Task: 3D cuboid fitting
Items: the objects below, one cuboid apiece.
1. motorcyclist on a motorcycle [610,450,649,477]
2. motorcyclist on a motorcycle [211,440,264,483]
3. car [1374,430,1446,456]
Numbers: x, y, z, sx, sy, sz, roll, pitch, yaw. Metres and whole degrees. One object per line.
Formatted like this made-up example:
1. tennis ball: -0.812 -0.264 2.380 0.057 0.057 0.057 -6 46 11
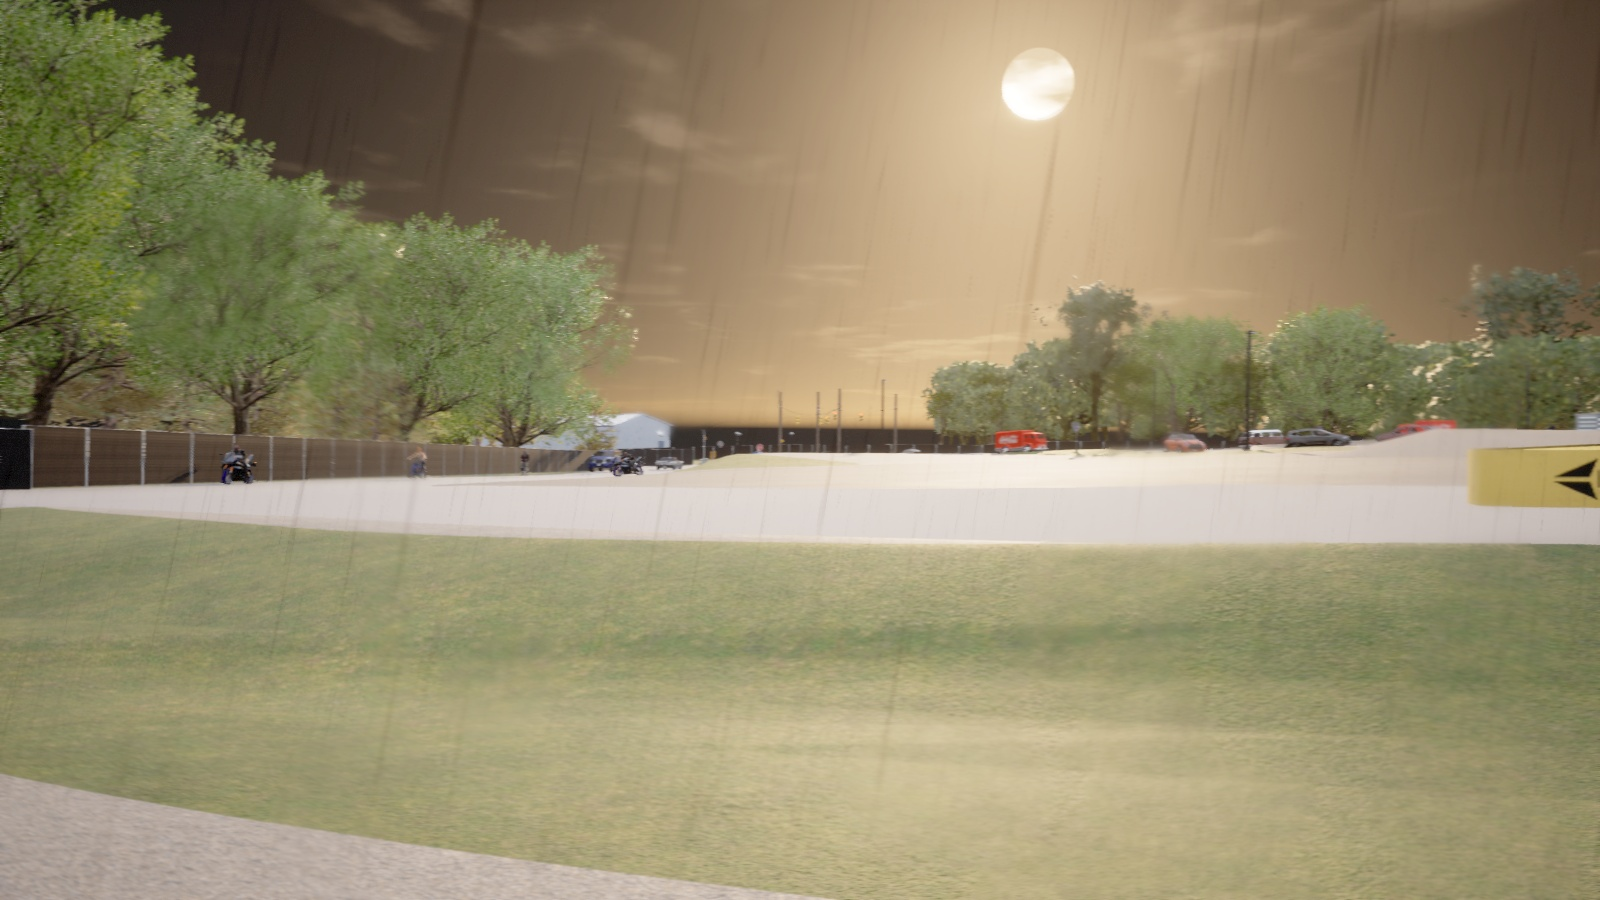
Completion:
1. motorcyclist on a motorcycle: -10.285 0.798 75.647 2.191 1.530 0.866 -2 0 -44
2. motorcyclist on a motorcycle: -21.038 0.424 47.027 0.866 1.530 2.191 2 -1 3
3. car: 38.035 -0.442 78.290 3.633 1.501 1.845 -1 1 41
